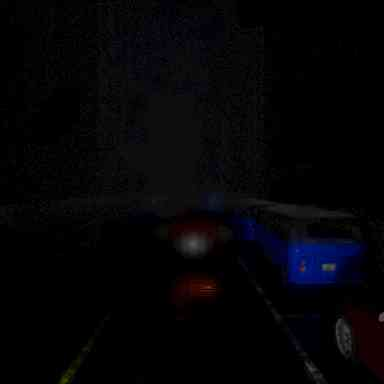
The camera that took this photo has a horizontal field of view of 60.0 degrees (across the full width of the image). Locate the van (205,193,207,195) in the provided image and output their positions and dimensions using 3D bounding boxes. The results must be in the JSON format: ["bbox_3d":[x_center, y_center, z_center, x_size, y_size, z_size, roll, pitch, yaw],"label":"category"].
[{"bbox_3d":[2.886,1.038,42.667,1.690,1.788,3.998,0,0,0],"label":"van"}]

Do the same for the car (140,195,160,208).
[{"bbox_3d":[-5.639,1.248,42.691,2.008,1.369,4.403,0,0,0],"label":"car"}]

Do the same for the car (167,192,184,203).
[{"bbox_3d":[-2.894,1.121,57.561,1.812,1.442,4.674,0,0,1],"label":"car"}]

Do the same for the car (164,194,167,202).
[{"bbox_3d":[-5.606,1.146,53.875,1.752,1.417,4.829,0,0,0],"label":"car"}]

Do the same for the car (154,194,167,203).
[{"bbox_3d":[-5.590,1.147,59.723,1.947,1.339,4.313,0,0,0],"label":"car"}]

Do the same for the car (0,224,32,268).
[{"bbox_3d":[-5.736,1.516,8.628,1.802,1.307,4.206,0,0,0],"label":"car"}]

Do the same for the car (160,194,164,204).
[{"bbox_3d":[-5.622,1.098,48.367,1.967,1.590,4.097,0,0,0],"label":"car"}]

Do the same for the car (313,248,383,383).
[{"bbox_3d":[2.773,1.559,2.928,1.802,1.307,4.206,0,0,0],"label":"car"}]

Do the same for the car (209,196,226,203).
[{"bbox_3d":[2.854,1.357,31.314,1.802,1.307,4.206,0,0,0],"label":"car"}]

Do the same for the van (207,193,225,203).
[{"bbox_3d":[2.870,1.077,36.990,1.690,1.788,3.998,0,0,0],"label":"van"}]

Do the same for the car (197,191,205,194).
[{"bbox_3d":[2.573,0.965,73.586,1.882,1.535,5.008,0,0,0],"label":"car"}]

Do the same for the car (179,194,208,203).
[{"bbox_3d":[0.137,1.265,29.345,1.882,1.535,5.008,0,1,1],"label":"car"}]

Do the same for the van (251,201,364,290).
[{"bbox_3d":[2.789,1.275,8.603,1.690,1.788,3.998,0,0,0],"label":"van"}]

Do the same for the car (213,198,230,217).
[{"bbox_3d":[2.837,1.395,25.636,1.802,1.307,4.206,0,0,0],"label":"car"}]

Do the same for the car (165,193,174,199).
[{"bbox_3d":[-5.525,0.956,82.261,1.752,1.417,4.829,0,0,0],"label":"car"}]

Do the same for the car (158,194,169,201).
[{"bbox_3d":[-5.574,1.068,65.228,1.752,1.417,4.829,0,0,0],"label":"car"}]

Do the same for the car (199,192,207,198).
[{"bbox_3d":[3.033,0.799,93.765,1.967,1.590,4.097,0,0,0],"label":"car"}]

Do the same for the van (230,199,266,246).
[{"bbox_3d":[2.805,1.234,14.280,1.690,1.788,3.998,0,0,0],"label":"van"}]

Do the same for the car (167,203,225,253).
[{"bbox_3d":[0.082,1.407,13.208,1.837,1.490,4.892,0,1,1],"label":"car"}]
